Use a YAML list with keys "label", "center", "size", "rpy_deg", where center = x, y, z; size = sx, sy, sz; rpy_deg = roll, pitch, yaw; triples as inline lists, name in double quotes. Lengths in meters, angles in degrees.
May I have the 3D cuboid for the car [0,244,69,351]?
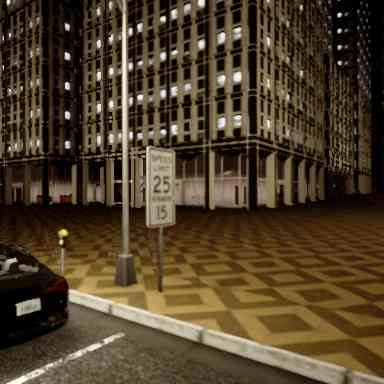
- label: "car"
  center: [-3.858, 1.557, 5.624]
  size: [4.313, 1.339, 1.947]
  rpy_deg: [0, 0, 35]
